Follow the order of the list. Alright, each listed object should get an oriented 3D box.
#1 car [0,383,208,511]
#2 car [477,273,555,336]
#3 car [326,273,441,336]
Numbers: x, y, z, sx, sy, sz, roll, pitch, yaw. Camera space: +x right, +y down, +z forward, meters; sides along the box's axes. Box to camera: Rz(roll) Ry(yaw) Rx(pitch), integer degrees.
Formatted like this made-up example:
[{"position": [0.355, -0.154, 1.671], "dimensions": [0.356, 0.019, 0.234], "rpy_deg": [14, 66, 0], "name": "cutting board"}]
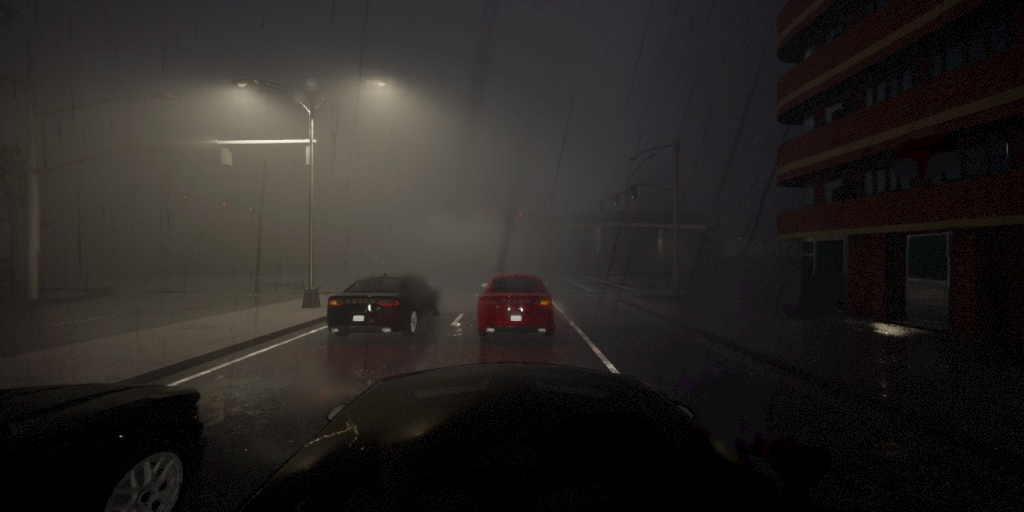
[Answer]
[{"position": [-3.409, 1.228, 0.838], "dimensions": [1.882, 1.535, 5.008], "rpy_deg": [0, 0, 0], "name": "car"}, {"position": [0.121, 1.228, 10.421], "dimensions": [1.882, 1.535, 5.008], "rpy_deg": [0, 0, 1], "name": "car"}, {"position": [-3.384, 1.228, 10.411], "dimensions": [1.882, 1.535, 5.008], "rpy_deg": [0, 0, 0], "name": "car"}]
